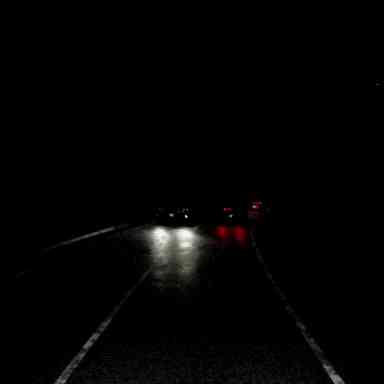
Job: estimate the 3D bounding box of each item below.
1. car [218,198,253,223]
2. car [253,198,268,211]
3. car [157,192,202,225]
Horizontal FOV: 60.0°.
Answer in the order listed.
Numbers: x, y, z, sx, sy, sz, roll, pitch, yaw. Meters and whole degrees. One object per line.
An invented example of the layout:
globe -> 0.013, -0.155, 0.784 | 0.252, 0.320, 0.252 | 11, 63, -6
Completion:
car -> 3.122, 1.399, 24.593 | 2.128, 1.511, 4.902 | 1, 0, 12
car -> 8.155, 1.479, 41.164 | 1.837, 1.490, 4.892 | 2, 1, 21
car -> -0.722, 1.060, 23.265 | 2.150, 2.045, 5.566 | 1, 0, 12
